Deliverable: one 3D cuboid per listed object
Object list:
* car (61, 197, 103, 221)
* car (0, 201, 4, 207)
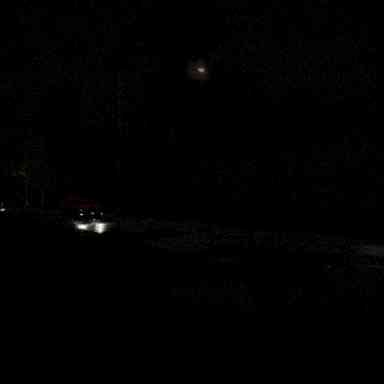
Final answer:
[{"bbox_3d":[-10.307,1.504,30.795,2.150,2.045,5.566,0,-1,-40],"label":"car"},{"bbox_3d":[-37.385,2.355,63.566,1.882,1.535,5.008,0,-2,-40],"label":"car"}]
